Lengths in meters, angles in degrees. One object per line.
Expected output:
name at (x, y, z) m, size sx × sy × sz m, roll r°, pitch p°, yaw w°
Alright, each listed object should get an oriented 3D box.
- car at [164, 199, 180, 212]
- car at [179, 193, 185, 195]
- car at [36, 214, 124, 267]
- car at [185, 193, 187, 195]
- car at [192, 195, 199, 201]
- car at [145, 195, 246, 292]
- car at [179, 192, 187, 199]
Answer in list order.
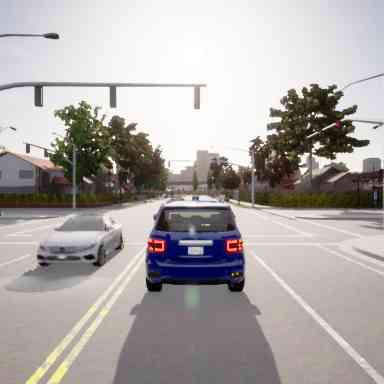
car at (-2.537, 1.601, 40.738) m, size 1.895 × 1.301 × 4.718 m, roll 0°, pitch 0°, yaw -5°
car at (-2.823, 1.353, 58.217) m, size 2.097 × 1.767 × 4.553 m, roll 0°, pitch 0°, yaw 1°
car at (-3.602, 1.526, 11.546) m, size 1.812 × 1.442 × 4.674 m, roll 0°, pitch 0°, yaw 0°
car at (-2.654, 1.552, 71.058) m, size 1.994 × 1.385 × 4.181 m, roll 0°, pitch 0°, yaw 0°
car at (0.961, 1.478, 88.056) m, size 1.882 × 1.535 × 5.008 m, roll 0°, pitch 0°, yaw 0°
car at (0.074, 1.222, 9.098) m, size 2.150 × 2.045 × 5.566 m, roll 0°, pitch 0°, yaw 0°
car at (-2.510, 0.969, 92.411) m, size 2.097 × 1.767 × 4.553 m, roll 0°, pitch 0°, yaw 0°
